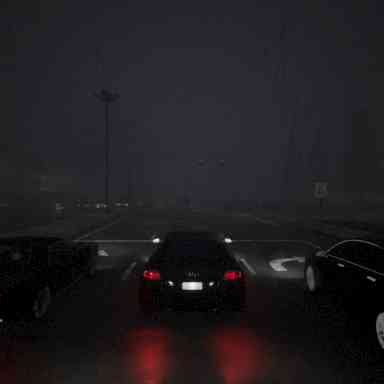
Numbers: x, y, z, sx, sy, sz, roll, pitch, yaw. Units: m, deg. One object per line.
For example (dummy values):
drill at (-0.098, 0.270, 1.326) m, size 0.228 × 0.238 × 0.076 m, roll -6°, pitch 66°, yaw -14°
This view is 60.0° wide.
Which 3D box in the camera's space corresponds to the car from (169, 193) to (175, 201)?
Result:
car at (-4.805, 1.220, 86.402) m, size 2.150 × 2.045 × 5.566 m, roll 0°, pitch 0°, yaw 0°

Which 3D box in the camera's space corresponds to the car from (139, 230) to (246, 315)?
car at (0.006, 1.564, 7.659) m, size 1.994 × 1.385 × 4.181 m, roll 0°, pitch 0°, yaw 0°

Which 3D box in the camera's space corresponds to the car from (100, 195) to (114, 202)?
car at (-19.804, 1.477, 77.528) m, size 1.882 × 1.535 × 5.008 m, roll 0°, pitch 0°, yaw 0°

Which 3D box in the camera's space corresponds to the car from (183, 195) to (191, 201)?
car at (-1.306, 1.521, 86.765) m, size 2.128 × 1.511 × 4.902 m, roll 0°, pitch 0°, yaw 0°

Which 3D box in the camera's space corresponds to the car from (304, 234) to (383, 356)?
car at (3.503, 1.505, 5.836) m, size 1.837 × 1.490 × 4.892 m, roll 0°, pitch 0°, yaw 0°

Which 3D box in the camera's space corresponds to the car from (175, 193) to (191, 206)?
car at (-1.299, 1.352, 55.393) m, size 2.097 × 1.767 × 4.553 m, roll 0°, pitch 0°, yaw 0°

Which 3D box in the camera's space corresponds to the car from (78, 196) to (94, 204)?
car at (-19.839, 1.504, 62.352) m, size 1.837 × 1.490 × 4.892 m, roll 0°, pitch 0°, yaw 0°

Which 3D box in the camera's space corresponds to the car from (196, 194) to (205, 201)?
car at (2.194, 1.350, 86.719) m, size 2.097 × 1.767 × 4.553 m, roll 0°, pitch 0°, yaw 0°

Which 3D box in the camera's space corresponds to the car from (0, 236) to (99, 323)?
car at (-3.495, 1.601, 7.158) m, size 1.895 × 1.301 × 4.718 m, roll 0°, pitch 0°, yaw 0°

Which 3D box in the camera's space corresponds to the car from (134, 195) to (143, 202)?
car at (-12.804, 1.500, 78.518) m, size 1.837 × 1.490 × 4.892 m, roll 0°, pitch 0°, yaw 0°

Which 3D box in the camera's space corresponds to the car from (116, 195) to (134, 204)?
car at (-12.846, 1.506, 63.476) m, size 1.837 × 1.490 × 4.892 m, roll 0°, pitch 0°, yaw 0°

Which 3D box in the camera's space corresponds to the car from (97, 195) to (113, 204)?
car at (-16.344, 1.601, 62.321) m, size 1.895 × 1.301 × 4.718 m, roll 0°, pitch 0°, yaw 0°

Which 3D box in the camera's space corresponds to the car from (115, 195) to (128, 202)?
car at (-16.304, 1.500, 77.230) m, size 1.837 × 1.490 × 4.892 m, roll 0°, pitch 0°, yaw 0°
